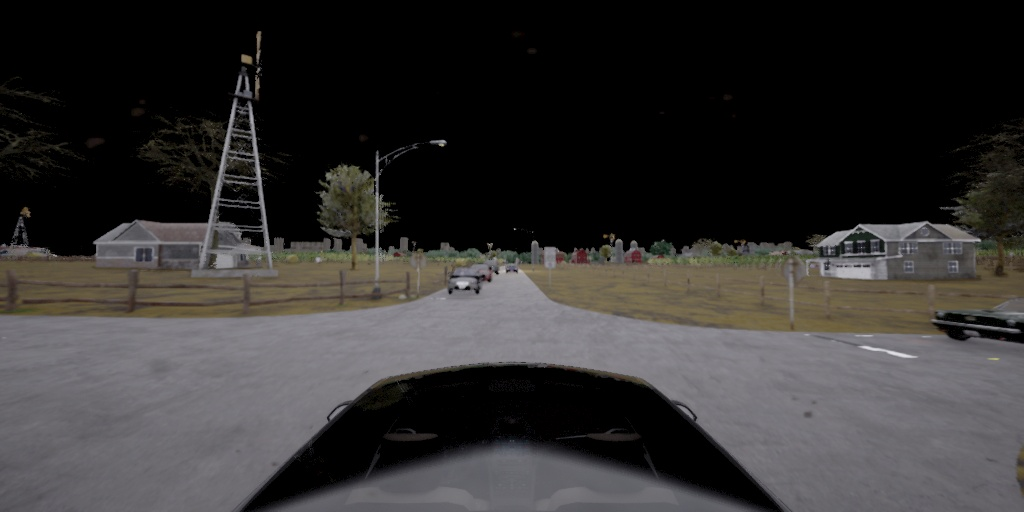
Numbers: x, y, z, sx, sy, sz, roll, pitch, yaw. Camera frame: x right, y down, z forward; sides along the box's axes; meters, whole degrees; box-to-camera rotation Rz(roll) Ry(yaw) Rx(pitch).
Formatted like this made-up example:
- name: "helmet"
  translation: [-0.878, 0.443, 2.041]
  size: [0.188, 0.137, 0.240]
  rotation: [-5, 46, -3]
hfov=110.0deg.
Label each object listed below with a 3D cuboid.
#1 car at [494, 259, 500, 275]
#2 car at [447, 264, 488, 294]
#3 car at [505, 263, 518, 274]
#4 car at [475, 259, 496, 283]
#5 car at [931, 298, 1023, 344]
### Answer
- name: "car"
  translation: [-2.838, 1.481, 47.793]
  size: [2.150, 2.045, 5.566]
  rotation: [0, 0, 1]
- name: "car"
  translation: [-2.803, 1.466, 22.189]
  size: [2.128, 1.511, 4.902]
  rotation: [0, -1, -2]
- name: "car"
  translation: [-0.016, 1.943, 53.956]
  size: [1.895, 1.301, 4.718]
  rotation: [0, -1, 0]
- name: "car"
  translation: [-2.853, 1.438, 32.283]
  size: [2.097, 1.767, 4.553]
  rotation: [0, -1, 0]
- name: "car"
  translation: [14.294, 1.768, 9.451]
  size: [4.718, 1.301, 1.895]
  rotation: [1, -2, 0]
